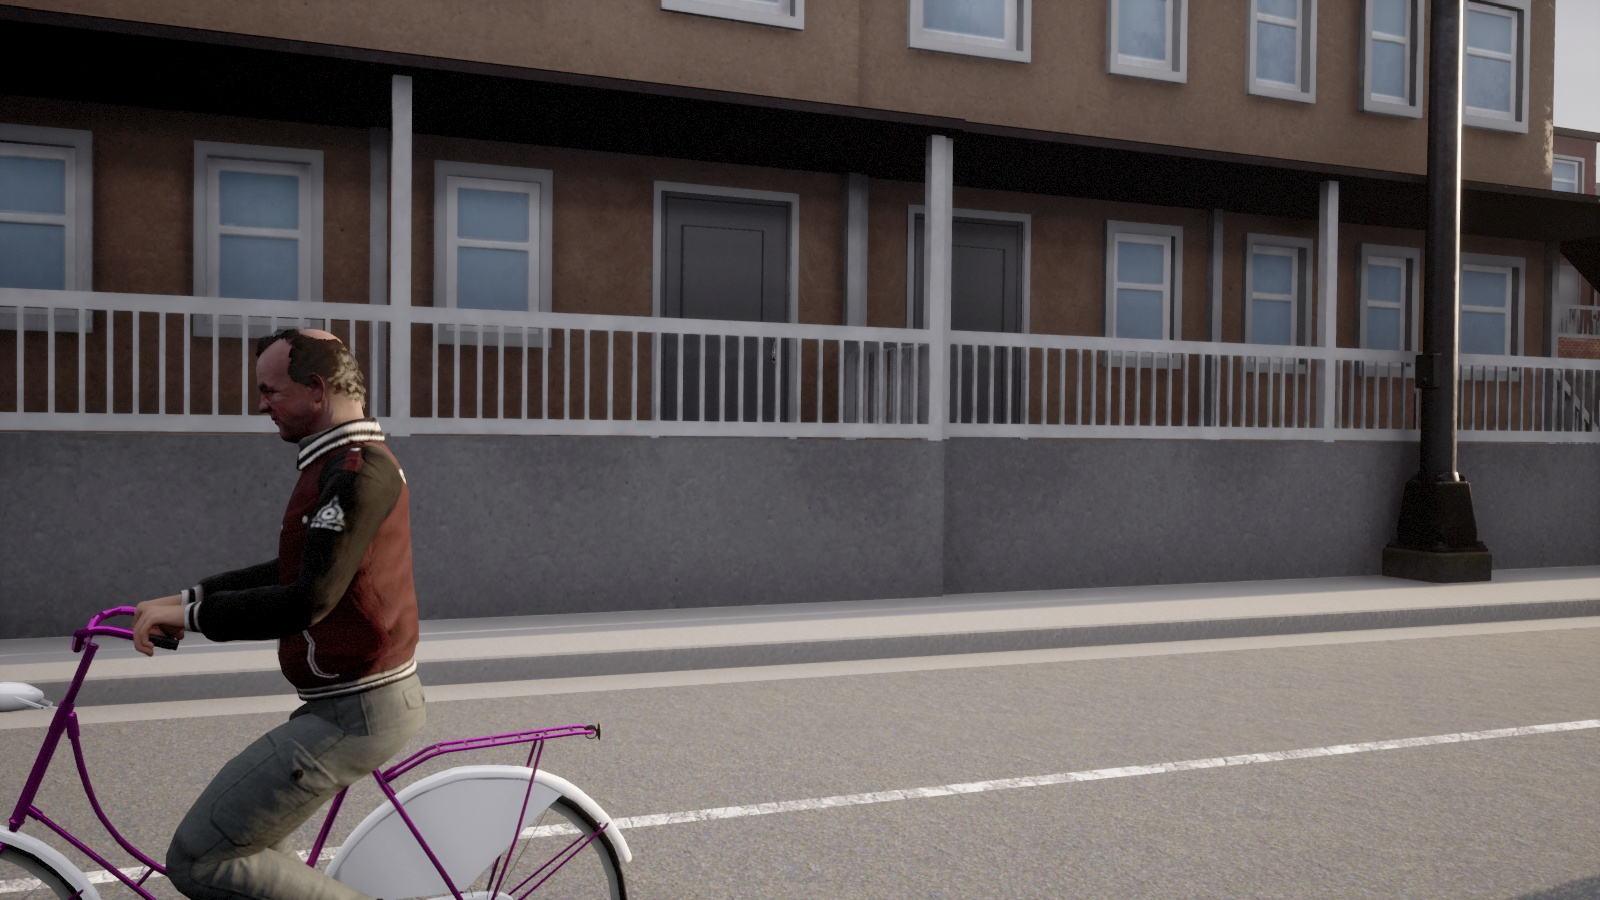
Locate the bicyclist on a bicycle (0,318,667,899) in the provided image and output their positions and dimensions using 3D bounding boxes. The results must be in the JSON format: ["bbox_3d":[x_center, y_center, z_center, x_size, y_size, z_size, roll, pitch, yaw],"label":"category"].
[{"bbox_3d":[-1.275,0.638,2.753,1.843,1.776,0.659,-1,1,-21],"label":"bicyclist on a bicycle"}]
